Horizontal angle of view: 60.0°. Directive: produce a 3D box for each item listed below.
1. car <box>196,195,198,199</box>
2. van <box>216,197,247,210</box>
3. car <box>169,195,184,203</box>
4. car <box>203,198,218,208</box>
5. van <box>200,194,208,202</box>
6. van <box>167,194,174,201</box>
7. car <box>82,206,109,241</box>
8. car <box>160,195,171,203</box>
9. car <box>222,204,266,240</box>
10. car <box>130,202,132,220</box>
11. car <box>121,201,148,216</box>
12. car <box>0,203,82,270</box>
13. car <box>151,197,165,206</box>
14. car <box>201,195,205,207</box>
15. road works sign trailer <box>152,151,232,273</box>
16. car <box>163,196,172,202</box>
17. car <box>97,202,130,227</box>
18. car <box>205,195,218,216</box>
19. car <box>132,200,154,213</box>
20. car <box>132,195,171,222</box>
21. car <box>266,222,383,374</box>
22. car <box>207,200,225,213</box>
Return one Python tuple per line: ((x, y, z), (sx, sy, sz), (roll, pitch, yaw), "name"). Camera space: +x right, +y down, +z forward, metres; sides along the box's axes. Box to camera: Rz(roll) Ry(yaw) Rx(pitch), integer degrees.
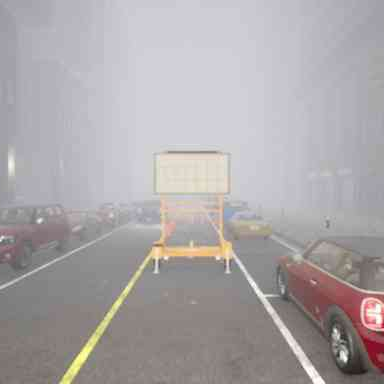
((2.802, 1.717, 89.664), (1.887, 1.381, 4.507), (0, 0, 0), "car")
((2.770, 1.375, 22.445), (1.690, 1.788, 3.998), (0, 0, 0), "van")
((-2.978, 1.481, 66.949), (2.097, 1.767, 4.553), (0, 0, 0), "car")
((2.784, 1.653, 50.452), (1.947, 1.339, 4.313), (0, 0, 0), "car")
((2.796, 1.489, 78.461), (1.690, 1.788, 3.998), (0, 0, 0), "van")
((-5.724, 1.514, 89.660), (1.690, 1.788, 3.998), (0, 0, 0), "van")
((-5.757, 1.607, 16.832), (1.802, 1.307, 4.206), (0, 0, 0), "car")
((-5.732, 1.576, 72.853), (1.967, 1.590, 4.097), (0, 0, 0), "car")
((2.768, 1.550, 17.013), (1.752, 1.417, 4.829), (0, 0, 0), "car")
((-5.752, 1.594, 28.037), (2.008, 1.369, 4.403), (0, 0, 0), "car")
((-5.749, 1.620, 33.638), (1.947, 1.339, 4.313), (0, 0, 0), "car")
((-5.761, 1.332, 11.231), (2.192, 1.841, 5.009), (0, 0, 0), "car")
((-5.739, 1.644, 56.047), (1.887, 1.381, 4.507), (0, 0, 0), "car")
((2.780, 1.391, 44.851), (2.192, 1.841, 5.009), (0, 0, 0), "car")
((0.004, 0.480, 10.685), (2.380, 3.560, 2.880), (0, 0, 0), "road works sign trailer")
((-5.728, 1.693, 78.455), (1.887, 1.381, 4.507), (0, 0, 0), "car")
((-5.755, 1.474, 22.434), (1.967, 1.590, 4.097), (0, 0, 0), "car")
((2.775, 1.369, 33.648), (2.192, 1.841, 5.009), (0, 0, 0), "car")
((-5.747, 1.630, 39.240), (1.947, 1.339, 4.313), (0, 0, 0), "car")
((-3.087, 1.393, 26.371), (2.097, 1.767, 4.553), (0, 0, 0), "car")
((2.762, 1.448, 5.639), (1.967, 1.590, 4.097), (0, 0, 0), "car")
((2.778, 1.646, 39.249), (1.802, 1.307, 4.206), (0, 0, 0), "car")
